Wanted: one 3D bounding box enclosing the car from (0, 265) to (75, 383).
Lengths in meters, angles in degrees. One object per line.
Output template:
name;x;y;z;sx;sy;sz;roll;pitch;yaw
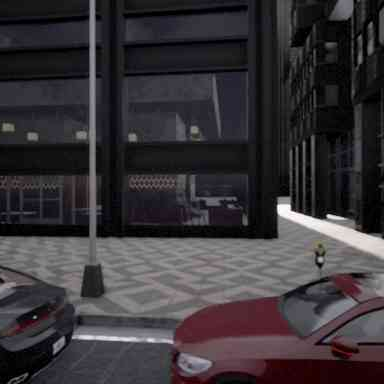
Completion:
car;-3.741;1.577;4.158;4.403;1.369;2.008;0;0;6

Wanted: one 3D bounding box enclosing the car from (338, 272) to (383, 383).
car;3.406;1.336;1.518;4.553;1.767;2.097;0;0;6

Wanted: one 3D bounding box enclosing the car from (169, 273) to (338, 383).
car;1.863;1.579;3.556;4.206;1.307;1.802;0;0;6
